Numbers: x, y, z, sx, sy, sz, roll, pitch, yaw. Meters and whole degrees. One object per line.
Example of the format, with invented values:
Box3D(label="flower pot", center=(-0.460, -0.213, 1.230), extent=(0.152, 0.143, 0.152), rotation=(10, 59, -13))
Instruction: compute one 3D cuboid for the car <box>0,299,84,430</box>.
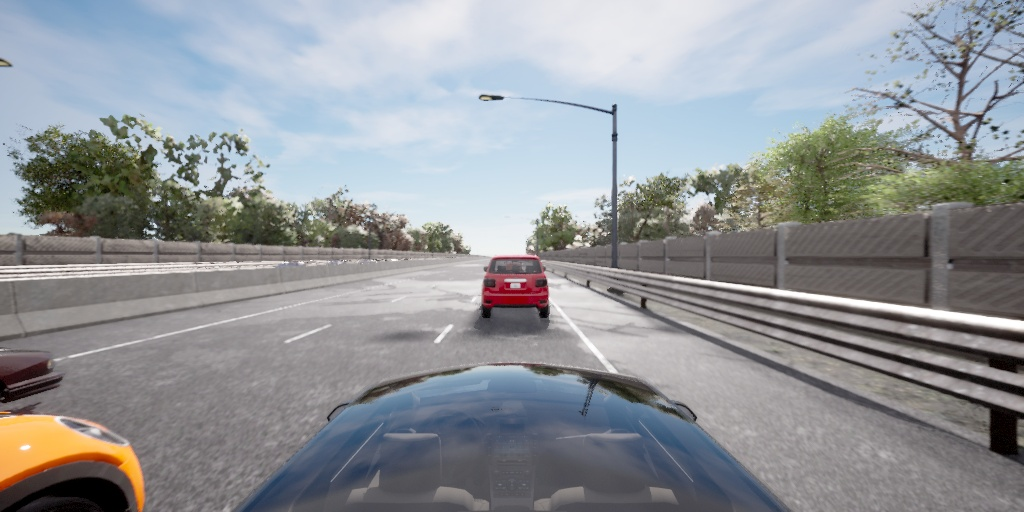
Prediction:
Box3D(label="car", center=(-6.899, 1.298, 2.251), extent=(2.033, 1.411, 5.357), rotation=(0, 0, 0))

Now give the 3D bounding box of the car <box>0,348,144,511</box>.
Box3D(label="car", center=(-3.400, 1.101, 0.363), extent=(2.097, 1.767, 4.553), rotation=(0, 0, 0))

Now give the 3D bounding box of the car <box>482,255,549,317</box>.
Box3D(label="car", center=(0.107, 0.970, 13.297), extent=(2.150, 2.045, 5.566), rotation=(0, 0, 0))

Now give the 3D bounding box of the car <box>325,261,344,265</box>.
Box3D(label="car", center=(-21.062, 1.293, 42.897), extent=(2.033, 1.411, 5.357), rotation=(0, 0, 0))

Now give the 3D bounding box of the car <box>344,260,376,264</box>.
Box3D(label="car", center=(-17.562, 1.237, 42.755), extent=(2.128, 1.511, 4.902), rotation=(0, 0, 0))

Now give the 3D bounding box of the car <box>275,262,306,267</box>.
Box3D(label="car", center=(-24.565, 1.310, 39.771), extent=(1.994, 1.385, 4.181), rotation=(0, 0, 0))
